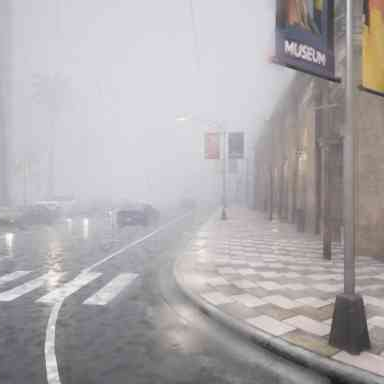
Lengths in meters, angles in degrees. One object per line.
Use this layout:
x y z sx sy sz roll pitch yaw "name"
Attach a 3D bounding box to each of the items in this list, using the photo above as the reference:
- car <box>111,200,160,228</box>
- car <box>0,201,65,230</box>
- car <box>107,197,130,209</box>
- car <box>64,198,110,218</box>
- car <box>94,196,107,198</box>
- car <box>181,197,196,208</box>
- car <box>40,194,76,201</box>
-3.456 1.503 22.171 1.882 1.535 5.008 0 0 6 "car"
-10.670 1.547 21.532 2.033 1.411 5.357 0 0 6 "car"
-8.443 1.525 40.721 1.812 1.442 4.674 0 0 7 "car"
-9.616 1.525 30.902 1.812 1.442 4.674 0 0 7 "car"
-11.781 1.351 42.295 2.097 1.767 4.553 0 0 7 "car"
-0.467 1.502 47.846 2.128 1.511 4.902 0 0 7 "car"
-13.011 1.221 32.043 2.150 2.045 5.566 0 0 7 "car"
